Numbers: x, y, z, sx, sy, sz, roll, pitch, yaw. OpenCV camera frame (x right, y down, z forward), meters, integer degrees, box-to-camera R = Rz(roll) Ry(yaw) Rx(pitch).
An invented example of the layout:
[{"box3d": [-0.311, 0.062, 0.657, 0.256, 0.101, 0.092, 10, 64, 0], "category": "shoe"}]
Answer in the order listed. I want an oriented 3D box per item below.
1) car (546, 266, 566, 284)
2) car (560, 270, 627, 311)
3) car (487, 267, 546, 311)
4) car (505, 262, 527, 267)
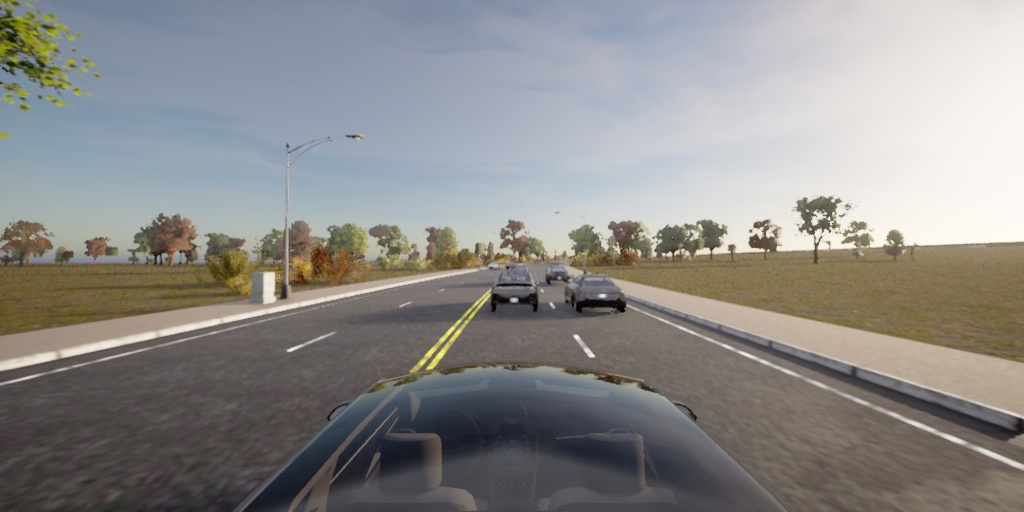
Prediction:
[{"box3d": [3.854, 1.580, 30.505, 1.812, 1.442, 4.674, 0, 0, 3], "category": "car"}, {"box3d": [3.395, 1.460, 15.221, 1.994, 1.385, 4.181, 0, -1, 2], "category": "car"}, {"box3d": [0.142, 1.389, 15.269, 2.128, 1.511, 4.902, 0, 0, 2], "category": "car"}, {"box3d": [0.585, 1.545, 30.225, 2.128, 1.511, 4.902, 0, 0, 3], "category": "car"}]
